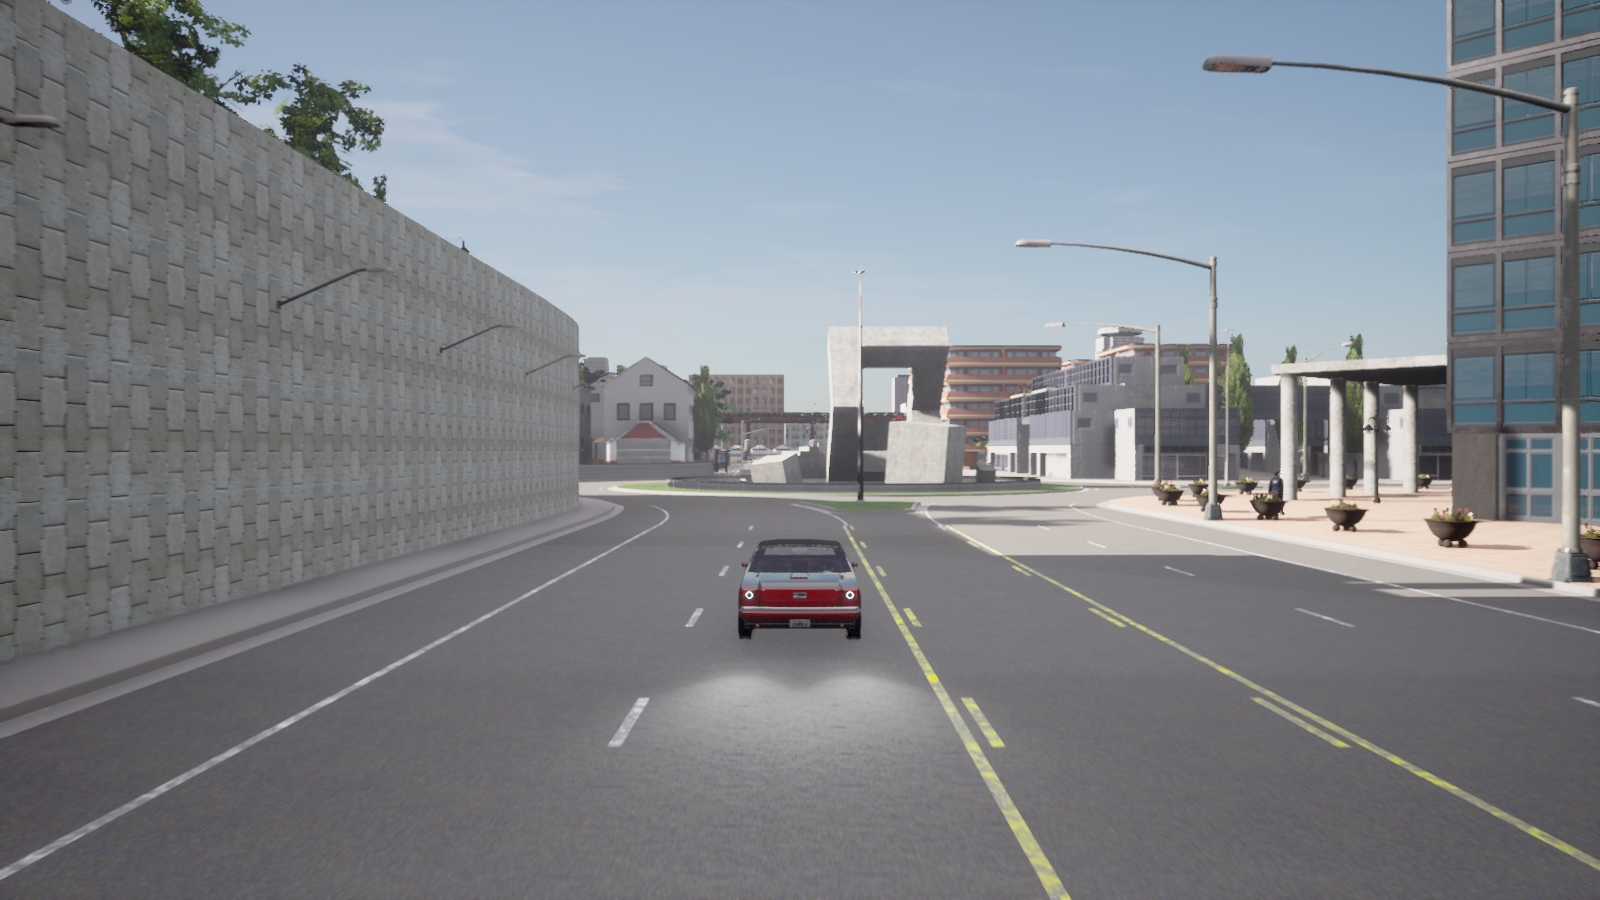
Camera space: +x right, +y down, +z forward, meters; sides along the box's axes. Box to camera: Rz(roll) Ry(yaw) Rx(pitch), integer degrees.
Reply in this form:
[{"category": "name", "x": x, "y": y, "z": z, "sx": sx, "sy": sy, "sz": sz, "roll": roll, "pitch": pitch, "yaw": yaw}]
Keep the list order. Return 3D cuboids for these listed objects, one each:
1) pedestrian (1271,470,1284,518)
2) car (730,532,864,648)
[{"category": "pedestrian", "x": 18.706, "y": 1.701, "z": 44.759, "sx": 0.375, "sy": 1.860, "sz": 0.375, "roll": 0, "pitch": 0, "yaw": 36}, {"category": "car", "x": -0.037, "y": 2.155, "z": 18.511, "sx": 1.895, "sy": 1.301, "sz": 4.718, "roll": 0, "pitch": 0, "yaw": 0}]
